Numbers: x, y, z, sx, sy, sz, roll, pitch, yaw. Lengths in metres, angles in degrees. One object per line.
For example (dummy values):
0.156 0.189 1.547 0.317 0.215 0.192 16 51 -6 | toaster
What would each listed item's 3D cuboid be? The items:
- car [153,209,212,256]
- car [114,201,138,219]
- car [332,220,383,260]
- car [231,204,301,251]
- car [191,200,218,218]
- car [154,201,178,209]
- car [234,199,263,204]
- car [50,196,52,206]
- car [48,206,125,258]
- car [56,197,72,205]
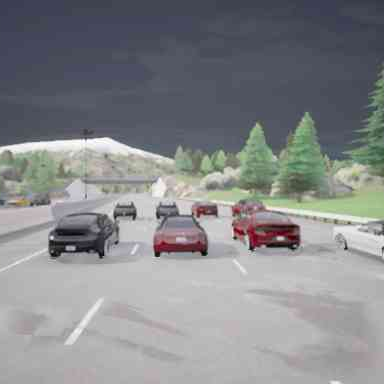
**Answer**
-0.506 1.578 13.284 1.994 1.385 4.181 0 0 -4 | car
-5.743 1.531 28.913 2.128 1.511 4.902 0 0 -8 | car
6.665 1.600 11.270 1.895 1.301 4.718 0 0 -3 | car
2.943 1.487 14.191 1.882 1.535 5.008 0 0 -4 | car
1.069 1.507 30.694 1.882 1.535 5.008 0 0 -8 | car
-2.222 1.525 29.035 2.128 1.511 4.902 0 0 -8 | car
4.845 1.372 28.976 2.097 1.767 4.553 0 0 -8 | car
-24.569 1.322 54.353 2.150 2.045 5.566 0 0 -10 | car
-3.979 1.525 12.866 1.837 1.490 4.892 0 0 -4 | car
-21.165 1.620 55.171 1.812 1.442 4.674 0 0 -10 | car
